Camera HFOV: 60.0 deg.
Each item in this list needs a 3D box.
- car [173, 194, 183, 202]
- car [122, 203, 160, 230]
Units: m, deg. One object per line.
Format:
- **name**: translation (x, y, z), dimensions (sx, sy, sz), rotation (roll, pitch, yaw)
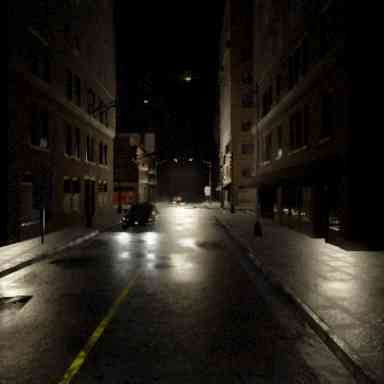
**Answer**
- **car**: translation (-3.010, 1.251, 72.009), dimensions (2.097, 1.767, 4.553), rotation (0, 0, 0)
- **car**: translation (-3.064, 1.486, 20.816), dimensions (1.837, 1.490, 4.892), rotation (0, -1, 0)
